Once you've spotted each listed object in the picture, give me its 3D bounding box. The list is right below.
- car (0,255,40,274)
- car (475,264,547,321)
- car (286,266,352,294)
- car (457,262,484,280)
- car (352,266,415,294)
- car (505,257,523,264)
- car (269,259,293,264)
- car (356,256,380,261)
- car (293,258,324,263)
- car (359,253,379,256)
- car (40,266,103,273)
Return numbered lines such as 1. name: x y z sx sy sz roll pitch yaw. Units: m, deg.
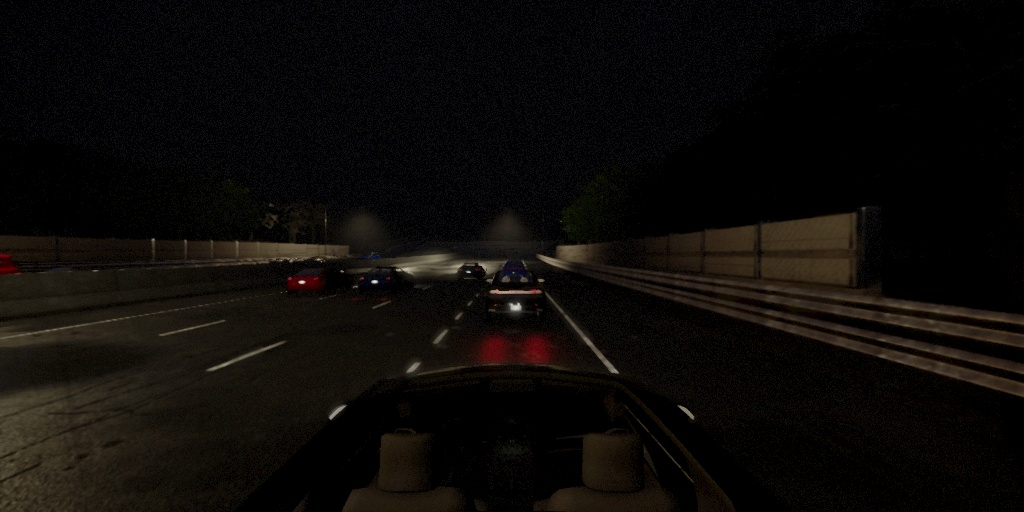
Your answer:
1. car: -21.083 0.937 12.311 2.150 2.045 5.566 0 0 0
2. car: 0.116 1.209 12.265 2.128 1.511 4.902 0 0 0
3. car: -10.362 1.258 19.707 1.994 1.385 4.181 0 0 0
4. car: -3.410 1.223 30.427 1.994 1.385 4.181 0 0 0
5. car: -6.861 1.257 19.953 1.994 1.385 4.181 0 0 0
6. car: 0.191 1.136 30.450 1.882 1.535 5.008 0 0 0
7. car: -31.316 1.052 49.632 1.895 1.301 4.718 0 1 1
8. car: -20.802 1.020 51.358 1.895 1.301 4.718 0 1 1
9. car: -27.817 1.011 49.826 1.994 1.385 4.181 0 1 1
10. car: -24.161 0.450 60.338 2.150 2.045 5.566 0 1 1
11. car: -24.556 1.257 19.839 1.994 1.385 4.181 0 0 0
